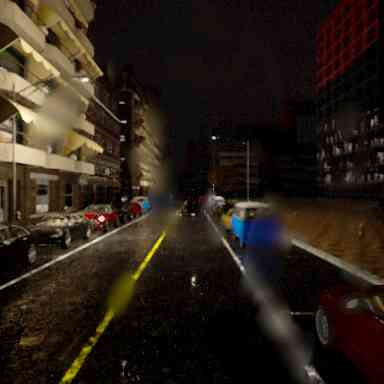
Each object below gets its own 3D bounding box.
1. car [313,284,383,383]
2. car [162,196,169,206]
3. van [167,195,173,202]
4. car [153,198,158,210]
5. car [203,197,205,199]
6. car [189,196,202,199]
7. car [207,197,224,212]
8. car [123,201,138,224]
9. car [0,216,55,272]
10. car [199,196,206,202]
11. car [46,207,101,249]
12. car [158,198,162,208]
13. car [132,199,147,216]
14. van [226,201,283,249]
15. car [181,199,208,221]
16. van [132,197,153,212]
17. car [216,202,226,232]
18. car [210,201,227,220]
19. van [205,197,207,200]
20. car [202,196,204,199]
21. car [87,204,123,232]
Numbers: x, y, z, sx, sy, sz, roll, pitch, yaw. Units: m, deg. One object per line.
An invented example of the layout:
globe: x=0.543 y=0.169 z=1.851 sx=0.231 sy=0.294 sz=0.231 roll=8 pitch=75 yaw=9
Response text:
car: x=2.684 y=1.588 z=3.420 sx=1.802 sy=1.307 sz=4.206 roll=0 pitch=0 yaw=0
car: x=-5.696 y=1.708 z=58.686 sx=1.947 sy=1.339 sz=4.313 roll=0 pitch=0 yaw=0
van: x=-5.698 y=1.576 z=86.319 sx=1.690 sy=1.788 sz=3.998 roll=0 pitch=0 yaw=0
car: x=-5.696 y=1.677 z=42.106 sx=1.802 sy=1.307 sz=4.206 roll=0 pitch=0 yaw=0
car: x=2.684 y=1.621 z=42.276 sx=1.752 sy=1.417 sz=4.829 roll=0 pitch=0 yaw=0
car: x=0.100 y=1.609 z=45.721 sx=1.837 sy=1.490 sz=4.892 roll=0 pitch=0 yaw=0
car: x=2.683 y=1.506 z=31.053 sx=1.967 sy=1.590 sz=4.097 roll=0 pitch=0 yaw=0
car: x=-5.696 y=1.618 z=25.526 sx=1.947 sy=1.339 sz=4.313 roll=0 pitch=0 yaw=0
car: x=-5.695 y=1.567 z=8.947 sx=2.008 sy=1.369 sz=4.403 roll=0 pitch=0 yaw=0
car: x=2.684 y=1.780 z=86.318 sx=1.887 sy=1.381 sz=4.507 roll=0 pitch=0 yaw=0
car: x=-5.696 y=1.578 z=14.474 sx=2.008 sy=1.369 sz=4.403 roll=0 pitch=0 yaw=0
car: x=-5.696 y=1.692 z=47.632 sx=1.802 sy=1.307 sz=4.206 roll=0 pitch=0 yaw=0
car: x=-5.696 y=1.611 z=31.053 sx=1.887 sy=1.381 sz=4.507 roll=0 pitch=0 yaw=0
van: x=2.683 y=1.369 z=14.474 sx=1.690 sy=1.788 sz=3.998 roll=0 pitch=0 yaw=0
car: x=0.101 y=1.584 z=27.897 sx=1.812 sy=1.442 sz=4.674 roll=0 pitch=0 yaw=0
van: x=-5.698 y=1.421 z=36.581 sx=1.690 sy=1.788 sz=3.998 roll=0 pitch=0 yaw=0
car: x=2.684 y=1.565 z=20.169 sx=1.752 sy=1.417 sz=4.829 roll=0 pitch=0 yaw=0
car: x=2.684 y=1.618 z=25.527 sx=1.947 sy=1.339 sz=4.313 roll=0 pitch=0 yaw=0
van: x=2.682 y=1.421 z=36.581 sx=1.690 sy=1.788 sz=3.998 roll=0 pitch=0 yaw=0
car: x=2.684 y=1.740 z=75.266 sx=1.887 sy=1.381 sz=4.507 roll=0 pitch=0 yaw=0
car: x=-5.696 y=1.480 z=19.999 sx=1.967 sy=1.590 sz=4.097 roll=0 pitch=0 yaw=0
